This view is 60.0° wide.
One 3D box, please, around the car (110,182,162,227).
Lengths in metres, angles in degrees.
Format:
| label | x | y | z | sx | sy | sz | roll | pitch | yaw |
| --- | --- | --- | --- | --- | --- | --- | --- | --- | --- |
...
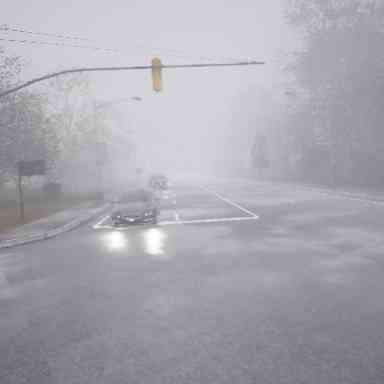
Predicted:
| label | x | y | z | sx | sy | sz | roll | pitch | yaw |
| --- | --- | --- | --- | --- | --- | --- | --- | --- | --- |
| car | -2.509 | 0.616 | 15.320 | 1.837 | 1.490 | 4.892 | -3 | 6 | -4 |

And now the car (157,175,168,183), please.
| label | x | y | z | sx | sy | sz | roll | pitch | yaw |
| --- | --- | --- | --- | --- | --- | --- | --- | --- | --- |
| car | -5.718 | -2.566 | 64.991 | 1.895 | 1.301 | 4.718 | -3 | 4 | -3 |

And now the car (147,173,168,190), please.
| label | x | y | z | sx | sy | sz | roll | pitch | yaw |
| --- | --- | --- | --- | --- | --- | --- | --- | --- | --- |
| car | -4.120 | -1.219 | 40.045 | 2.150 | 2.045 | 5.566 | -3 | 5 | -4 |
